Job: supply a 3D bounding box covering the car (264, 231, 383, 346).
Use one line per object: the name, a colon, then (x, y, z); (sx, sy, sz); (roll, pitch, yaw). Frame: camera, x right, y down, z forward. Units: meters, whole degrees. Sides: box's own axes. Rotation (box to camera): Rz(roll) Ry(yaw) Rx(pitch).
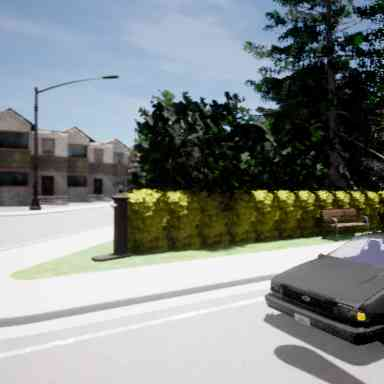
car: (3.908, 1.501, 6.279); (5.357, 1.411, 2.033); (0, 1, -31)
